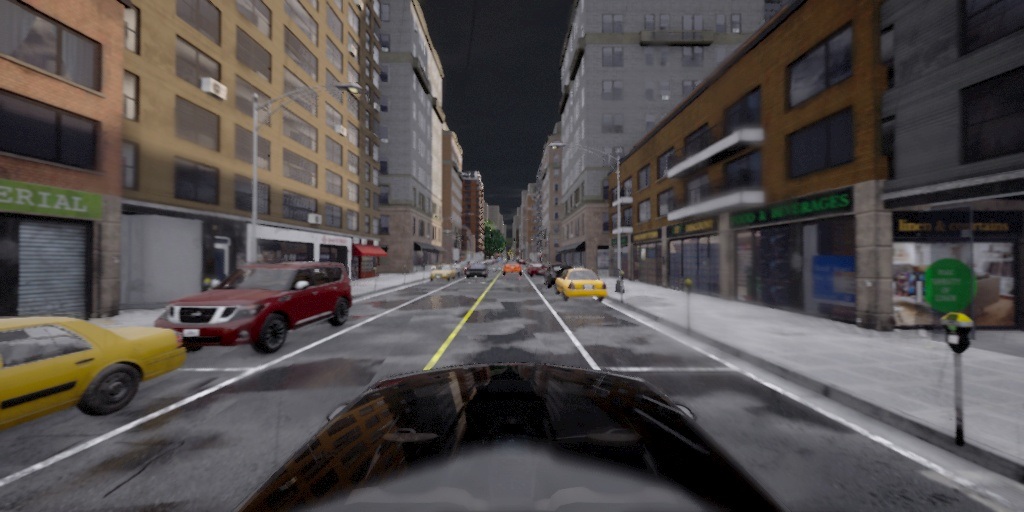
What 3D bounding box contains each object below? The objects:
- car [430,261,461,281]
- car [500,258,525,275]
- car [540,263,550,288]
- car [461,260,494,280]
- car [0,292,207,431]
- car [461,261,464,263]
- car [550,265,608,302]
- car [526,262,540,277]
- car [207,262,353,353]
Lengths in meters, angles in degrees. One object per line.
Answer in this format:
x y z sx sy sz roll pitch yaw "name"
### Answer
-5.854 1.356 30.859 1.751 1.417 4.829 0 0 0 "car"
0.064 1.218 41.532 2.097 1.767 4.553 0 0 0 "car"
3.148 1.313 24.151 1.837 1.490 4.892 0 0 0 "car"
-3.097 1.386 33.302 2.033 1.411 5.357 0 0 0 "car"
-5.856 1.280 3.395 1.751 1.417 4.829 0 0 0 "car"
-5.853 1.400 36.521 2.007 1.370 4.403 0 0 0 "car"
3.152 1.246 17.342 1.801 1.575 5.366 0 0 0 "car"
2.675 1.393 36.529 1.888 1.381 4.507 0 0 0 "car"
-5.856 1.083 9.057 2.192 1.841 5.009 0 0 0 "car"
